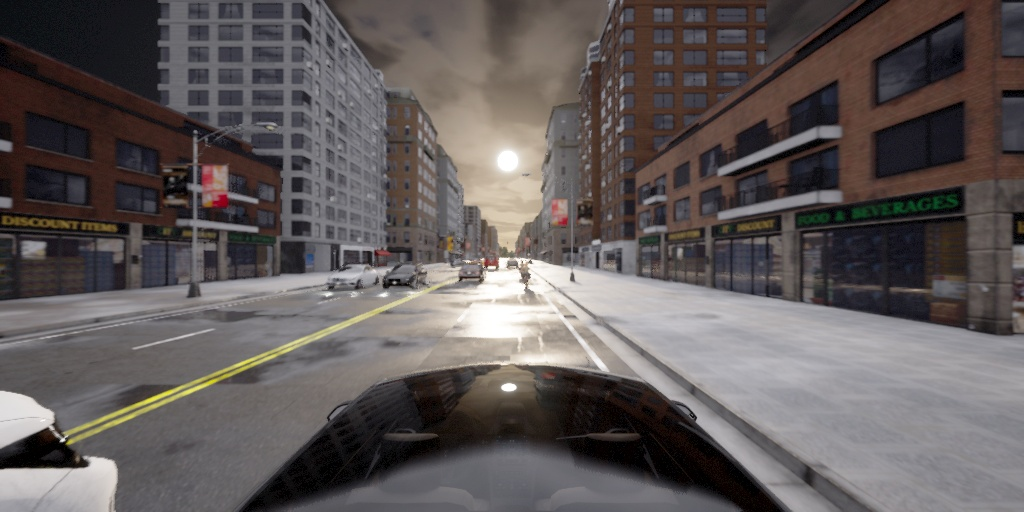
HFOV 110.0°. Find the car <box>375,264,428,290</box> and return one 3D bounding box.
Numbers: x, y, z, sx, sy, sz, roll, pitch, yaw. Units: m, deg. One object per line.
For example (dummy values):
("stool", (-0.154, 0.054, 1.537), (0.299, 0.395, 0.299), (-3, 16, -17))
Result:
("car", (-6.598, 1.246, 22.555), (1.837, 1.490, 4.892), (0, 0, 0))

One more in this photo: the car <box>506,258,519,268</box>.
("car", (0.084, 1.221, 60.240), (2.128, 1.511, 4.902), (0, 0, 0))

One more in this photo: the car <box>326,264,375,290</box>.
("car", (-9.849, 1.267, 22.642), (1.812, 1.442, 4.674), (0, 0, 0))

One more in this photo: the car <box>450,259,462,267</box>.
("car", (-9.774, 1.223, 63.711), (2.128, 1.511, 4.902), (0, 0, 1))

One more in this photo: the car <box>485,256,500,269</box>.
("car", (-3.152, 0.950, 56.188), (2.150, 2.045, 5.566), (0, 0, 0))

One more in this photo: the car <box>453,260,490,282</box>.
("car", (-3.149, 1.286, 29.013), (2.033, 1.411, 5.357), (0, 0, 0))

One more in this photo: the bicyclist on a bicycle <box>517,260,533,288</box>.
("bicyclist on a bicycle", (0.902, 1.177, 22.070), (0.866, 1.612, 1.509), (0, 0, 0))

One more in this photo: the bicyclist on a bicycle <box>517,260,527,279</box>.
("bicyclist on a bicycle", (0.874, 1.174, 31.473), (0.866, 1.612, 1.509), (0, 0, 0))

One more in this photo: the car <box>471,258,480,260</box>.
("car", (-6.528, 1.081, 63.821), (2.097, 1.767, 4.553), (0, 0, 1))
